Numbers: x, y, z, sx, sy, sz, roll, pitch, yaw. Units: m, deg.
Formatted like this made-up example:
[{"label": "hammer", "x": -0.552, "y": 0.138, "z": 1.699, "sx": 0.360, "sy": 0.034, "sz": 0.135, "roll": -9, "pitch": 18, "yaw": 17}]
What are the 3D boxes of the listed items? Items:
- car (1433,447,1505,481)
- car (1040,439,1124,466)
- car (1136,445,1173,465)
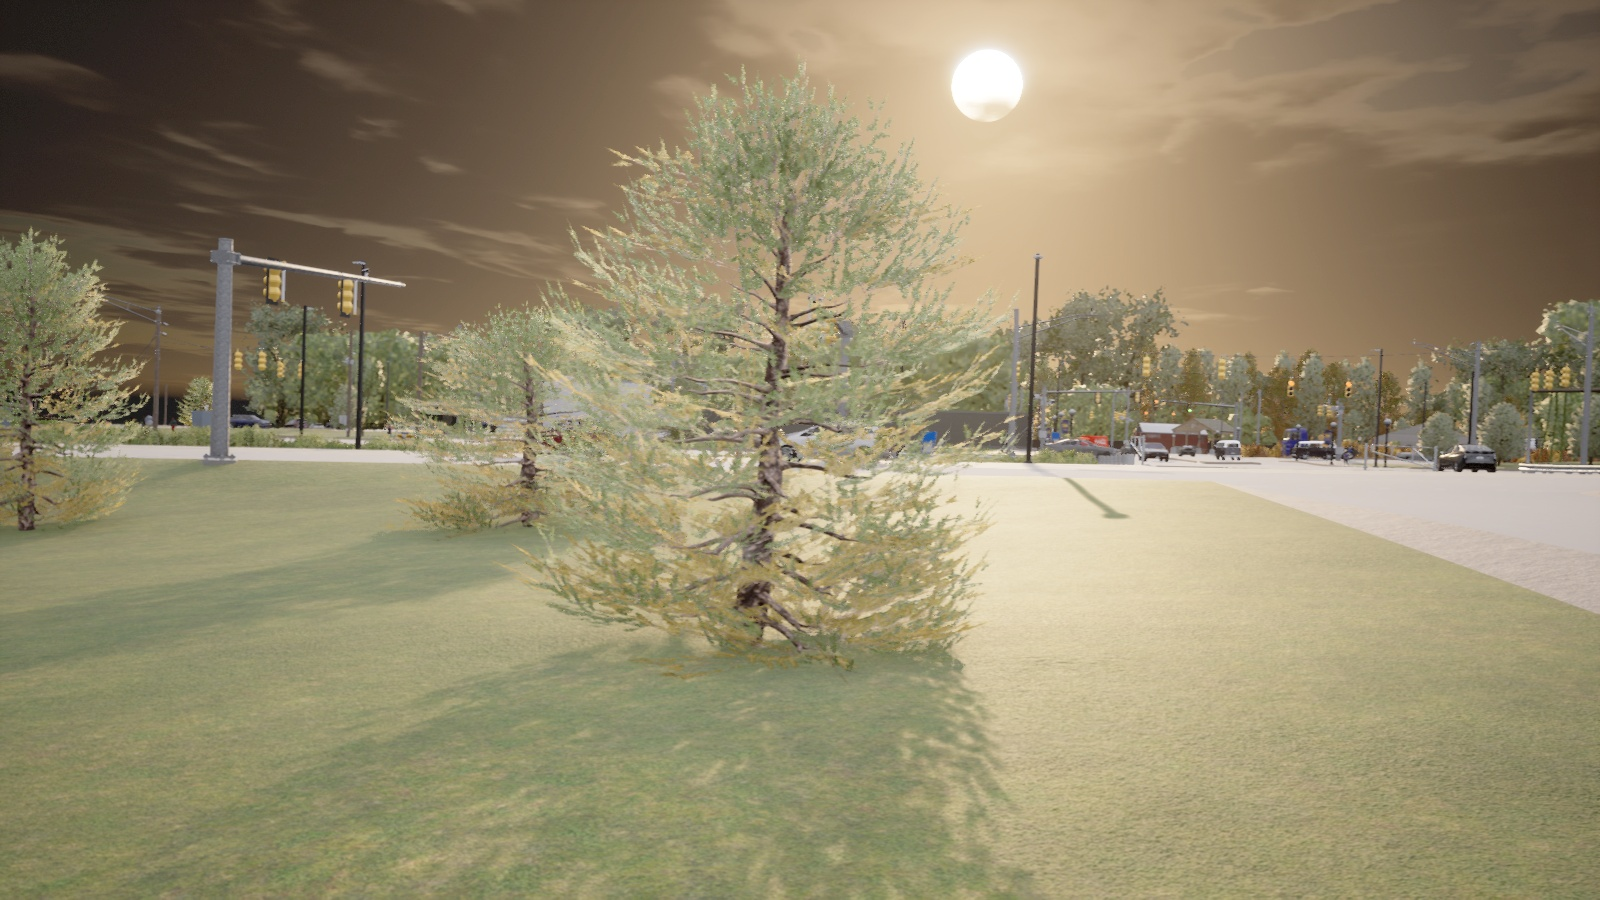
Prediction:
[{"label": "car", "x": 33.927, "y": 0.678, "z": 63.833, "sx": 2.007, "sy": 1.525, "sz": 4.514, "roll": 2, "pitch": 1, "yaw": 12}, {"label": "car", "x": 18.293, "y": 0.152, "z": 81.604, "sx": 4.902, "sy": 1.511, "sz": 2.128, "roll": 2, "pitch": 1, "yaw": 1}, {"label": "car", "x": 26.747, "y": 0.351, "z": 94.927, "sx": 2.033, "sy": 1.411, "sz": 5.357, "roll": 2, "pitch": 1, "yaw": 9}]
